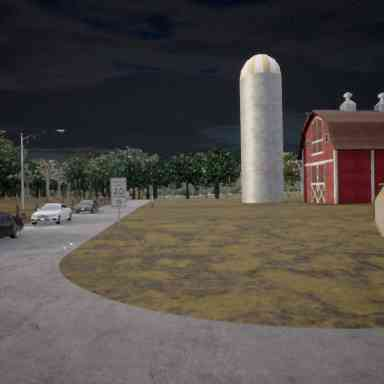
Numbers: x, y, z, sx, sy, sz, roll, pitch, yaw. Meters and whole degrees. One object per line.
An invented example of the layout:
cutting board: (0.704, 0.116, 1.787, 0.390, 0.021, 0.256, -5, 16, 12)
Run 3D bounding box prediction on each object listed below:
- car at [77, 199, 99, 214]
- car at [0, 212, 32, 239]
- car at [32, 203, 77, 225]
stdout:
car: (-11.427, 1.580, 36.406, 1.837, 1.490, 4.892, -1, 0, -6)
car: (-9.427, 1.596, 15.026, 2.033, 1.411, 5.357, -1, 0, -7)
car: (-10.377, 1.577, 24.921, 1.812, 1.442, 4.674, -1, 0, -5)
